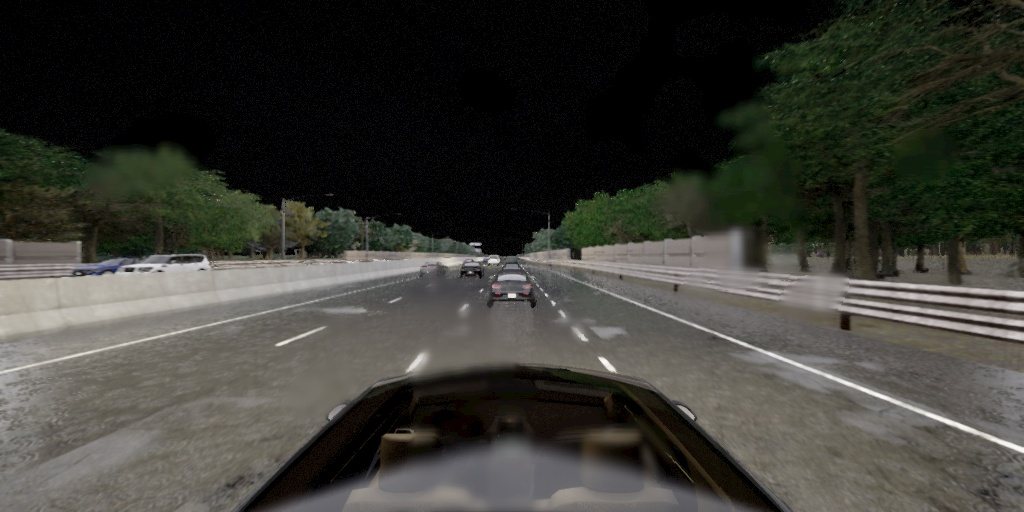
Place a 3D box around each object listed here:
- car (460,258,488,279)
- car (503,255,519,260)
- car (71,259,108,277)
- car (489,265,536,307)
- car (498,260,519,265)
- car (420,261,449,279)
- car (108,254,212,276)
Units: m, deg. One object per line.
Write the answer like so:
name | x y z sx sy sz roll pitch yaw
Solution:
car | -3.500 1.207 32.640 1.882 1.535 5.008 0 0 0
car | -0.001 0.915 58.522 2.150 2.045 5.566 0 0 0
car | -28.000 0.871 25.645 1.882 1.535 5.008 0 0 0
car | 0.001 1.275 15.382 1.812 1.442 4.674 0 0 0
car | 0.001 1.294 32.615 1.994 1.385 4.181 0 0 0
car | -6.999 1.221 32.629 2.128 1.511 4.902 0 0 0
car | -24.500 0.874 25.612 2.150 2.045 5.566 0 0 0
